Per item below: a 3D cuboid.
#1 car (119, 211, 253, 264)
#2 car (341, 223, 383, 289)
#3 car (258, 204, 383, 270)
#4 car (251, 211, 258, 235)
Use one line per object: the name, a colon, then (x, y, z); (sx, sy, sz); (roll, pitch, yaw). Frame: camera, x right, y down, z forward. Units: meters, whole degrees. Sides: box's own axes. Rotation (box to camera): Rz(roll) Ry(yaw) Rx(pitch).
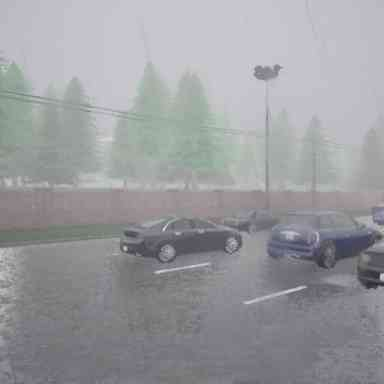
car: (-0.231, 1.609, 12.307); (4.892, 1.490, 1.837); (0, -1, -37)
car: (5.788, 1.574, 8.080); (4.674, 1.442, 1.812); (0, -1, -37)
car: (4.759, 1.433, 11.663); (4.553, 1.767, 2.097); (0, -1, -37)
car: (3.890, 1.751, 19.742); (4.718, 1.301, 1.895); (0, -1, -37)
